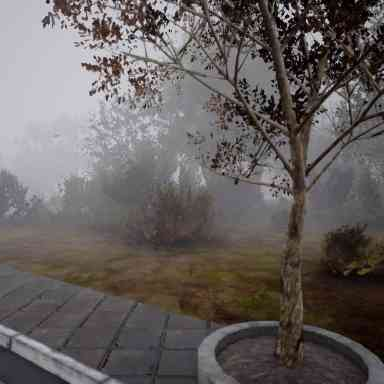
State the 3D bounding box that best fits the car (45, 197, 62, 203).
[{"bbox_3d":[-17.713,1.268,42.781,2.033,1.411,5.357,1,0,32],"label":"car"}]
